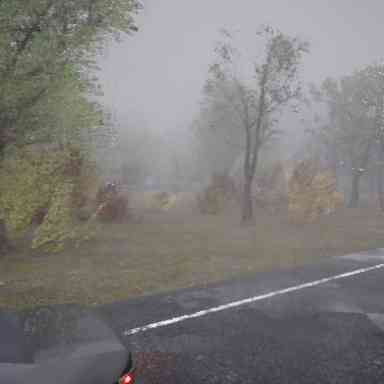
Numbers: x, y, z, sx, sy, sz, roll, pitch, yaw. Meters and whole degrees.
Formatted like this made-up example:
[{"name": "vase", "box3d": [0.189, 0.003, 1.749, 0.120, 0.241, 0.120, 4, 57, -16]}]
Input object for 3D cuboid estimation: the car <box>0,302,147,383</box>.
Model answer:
[{"name": "car", "box3d": [-2.919, 1.551, 1.898, 5.357, 1.411, 2.033, 0, 0, -36]}]
